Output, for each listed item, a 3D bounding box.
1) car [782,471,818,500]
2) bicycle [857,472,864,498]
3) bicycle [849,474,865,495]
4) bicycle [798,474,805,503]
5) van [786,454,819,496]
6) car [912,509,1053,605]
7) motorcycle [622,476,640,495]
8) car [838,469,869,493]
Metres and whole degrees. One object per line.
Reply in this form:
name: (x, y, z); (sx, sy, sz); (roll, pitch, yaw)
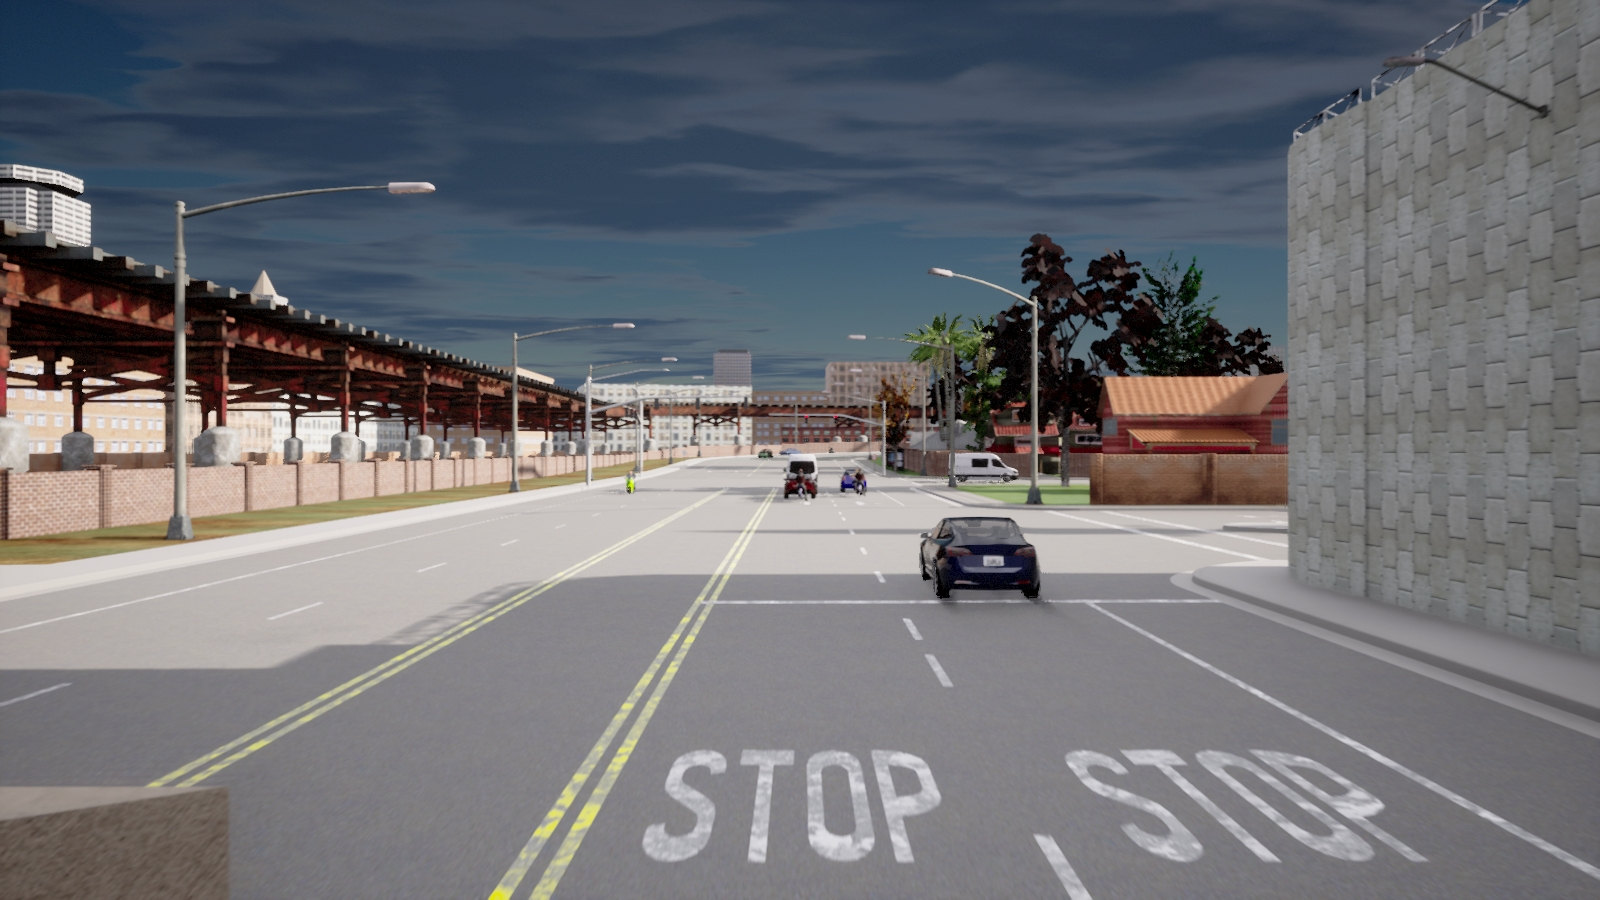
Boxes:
car: (-0.005, 2.030, 66.237); (2.007, 1.525, 4.514); (0, 0, 0)
bicycle: (3.543, 2.038, 67.314); (0.329, 1.496, 1.835); (0, 0, 0)
bicycle: (3.534, 2.135, 70.942); (0.859, 1.301, 1.487); (0, 0, 0)
bicycle: (0.081, 2.036, 61.031); (0.329, 1.496, 1.835); (-1, 0, 0)
van: (0.105, 1.523, 73.217); (1.988, 2.561, 5.915); (0, 0, -1)
car: (3.525, 2.059, 23.048); (2.163, 1.488, 4.792); (0, 0, 1)
motorcycle: (-10.463, 2.202, 70.838); (0.803, 1.145, 2.033); (0, 0, 0)
car: (3.504, 2.027, 75.538); (1.845, 1.501, 3.633); (0, 0, 0)
